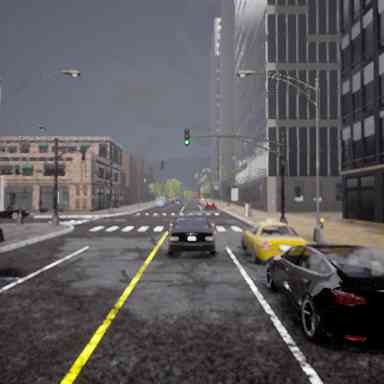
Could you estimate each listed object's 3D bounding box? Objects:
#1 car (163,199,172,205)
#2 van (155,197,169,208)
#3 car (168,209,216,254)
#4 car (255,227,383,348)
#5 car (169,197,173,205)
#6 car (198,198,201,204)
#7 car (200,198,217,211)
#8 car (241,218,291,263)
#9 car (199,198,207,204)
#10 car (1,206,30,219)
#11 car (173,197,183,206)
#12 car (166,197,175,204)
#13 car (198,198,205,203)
[{"bbox_3d":[-5.699,2.318,77.671,1.947,1.339,4.313,1,-1,0],"label":"car"},{"bbox_3d":[-5.691,1.932,61.071,1.690,1.788,3.998,1,-1,0],"label":"van"},{"bbox_3d":[-0.002,1.683,14.006,2.033,1.411,5.357,0,-1,0],"label":"car"},{"bbox_3d":[2.666,1.629,6.398,1.947,1.339,4.313,1,-1,0],"label":"car"},{"bbox_3d":[-5.698,2.280,72.137,1.802,1.307,4.206,1,-1,0],"label":"car"},{"bbox_3d":[2.682,2.279,77.832,1.752,1.417,4.829,1,-1,0],"label":"car"},{"bbox_3d":[2.690,1.923,49.989,1.967,1.590,4.097,1,-1,0],"label":"car"},{"bbox_3d":[2.836,1.644,12.212,1.752,1.417,4.829,1,-1,0],"label":"car"},{"bbox_3d":[2.681,2.333,83.366,1.752,1.417,4.829,1,-1,0],"label":"car"},{"bbox_3d":[-19.427,2.140,35.109,4.313,1.339,1.947,-1,-1,1],"label":"car"},{"bbox_3d":[-3.019,2.239,73.841,1.812,1.442,4.674,0,-1,0],"label":"car"},{"bbox_3d":[-5.698,2.175,88.741,2.192,1.841,5.009,1,-1,0],"label":"car"},{"bbox_3d":[2.678,2.458,94.265,1.887,1.381,4.507,1,-1,0],"label":"car"}]
